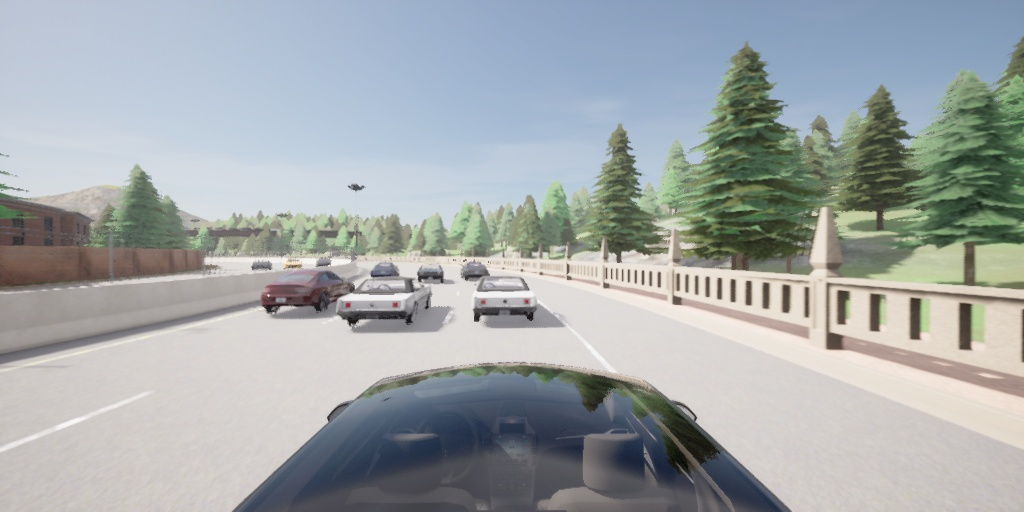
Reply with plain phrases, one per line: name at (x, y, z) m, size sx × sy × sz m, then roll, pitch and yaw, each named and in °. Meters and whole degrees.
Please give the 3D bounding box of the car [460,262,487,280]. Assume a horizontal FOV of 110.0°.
car at (-3.142, 1.196, 29.366) m, size 1.994 × 1.385 × 4.181 m, roll 0°, pitch 0°, yaw -13°

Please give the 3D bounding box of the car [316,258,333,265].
car at (-25.448, 1.027, 48.724) m, size 1.882 × 1.535 × 5.008 m, roll 0°, pitch 0°, yaw -27°

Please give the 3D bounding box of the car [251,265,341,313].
car at (-7.557, 1.225, 13.662) m, size 1.812 × 1.442 × 4.674 m, roll 0°, pitch 0°, yaw -6°

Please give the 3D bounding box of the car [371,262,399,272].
car at (-10.330, 1.196, 29.290) m, size 1.994 × 1.385 × 4.181 m, roll 0°, pitch 0°, yaw -14°

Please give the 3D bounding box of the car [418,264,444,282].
car at (-6.159, 1.242, 27.172) m, size 1.895 × 1.301 × 4.718 m, roll 0°, pitch 0°, yaw -12°

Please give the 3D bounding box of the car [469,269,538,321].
car at (-0.365, 1.306, 12.300) m, size 1.895 × 1.301 × 4.718 m, roll 0°, pitch 0°, yaw -4°

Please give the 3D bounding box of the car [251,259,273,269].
car at (-31.864, 1.125, 45.854) m, size 1.994 × 1.385 × 4.181 m, roll 0°, pitch 0°, yaw -28°

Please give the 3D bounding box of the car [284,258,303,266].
car at (-28.367, 1.035, 46.739) m, size 1.882 × 1.535 × 5.008 m, roll 0°, pitch 0°, yaw -27°

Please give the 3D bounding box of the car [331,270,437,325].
car at (-3.818, 1.308, 11.657) m, size 1.895 × 1.301 × 4.718 m, roll 0°, pitch 0°, yaw -4°
